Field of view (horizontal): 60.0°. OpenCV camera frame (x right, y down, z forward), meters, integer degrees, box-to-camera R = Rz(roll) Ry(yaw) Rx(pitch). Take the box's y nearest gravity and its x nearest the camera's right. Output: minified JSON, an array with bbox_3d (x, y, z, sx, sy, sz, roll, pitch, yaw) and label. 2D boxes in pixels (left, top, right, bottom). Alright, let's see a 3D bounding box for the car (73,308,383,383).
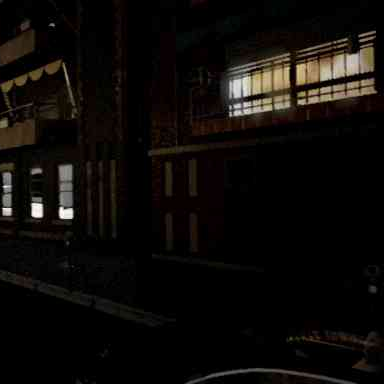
[{"bbox_3d":[0.950,1.551,2.210,4.403,1.369,2.008,0,-1,35],"label":"car"}]
